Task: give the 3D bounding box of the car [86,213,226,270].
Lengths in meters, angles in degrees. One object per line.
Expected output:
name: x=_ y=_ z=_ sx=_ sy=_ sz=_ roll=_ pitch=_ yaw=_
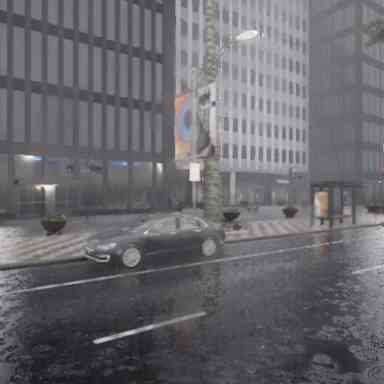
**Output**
car: x=-1.049 y=1.487 z=11.209 sx=4.892 sy=1.521 sz=2.231 roll=0 pitch=0 yaw=-35
